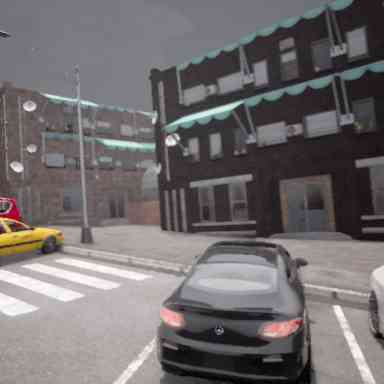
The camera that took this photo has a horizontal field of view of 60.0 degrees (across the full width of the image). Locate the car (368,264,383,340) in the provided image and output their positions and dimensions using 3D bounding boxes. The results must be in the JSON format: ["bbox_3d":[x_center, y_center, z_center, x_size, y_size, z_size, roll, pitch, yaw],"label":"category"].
[{"bbox_3d":[3.348,1.526,3.721,2.002,1.452,4.674,1,-1,16],"label":"car"}]

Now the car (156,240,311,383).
[{"bbox_3d":[0.882,1.527,5.479,2.002,1.452,4.674,0,-1,16],"label":"car"}]

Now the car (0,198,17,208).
[{"bbox_3d":[-8.970,1.239,12.451,2.435,2.045,5.566,1,-1,15],"label":"car"}]

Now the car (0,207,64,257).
[{"bbox_3d":[-6.445,1.489,10.913,1.946,1.575,5.366,0,-1,15],"label":"car"}]
